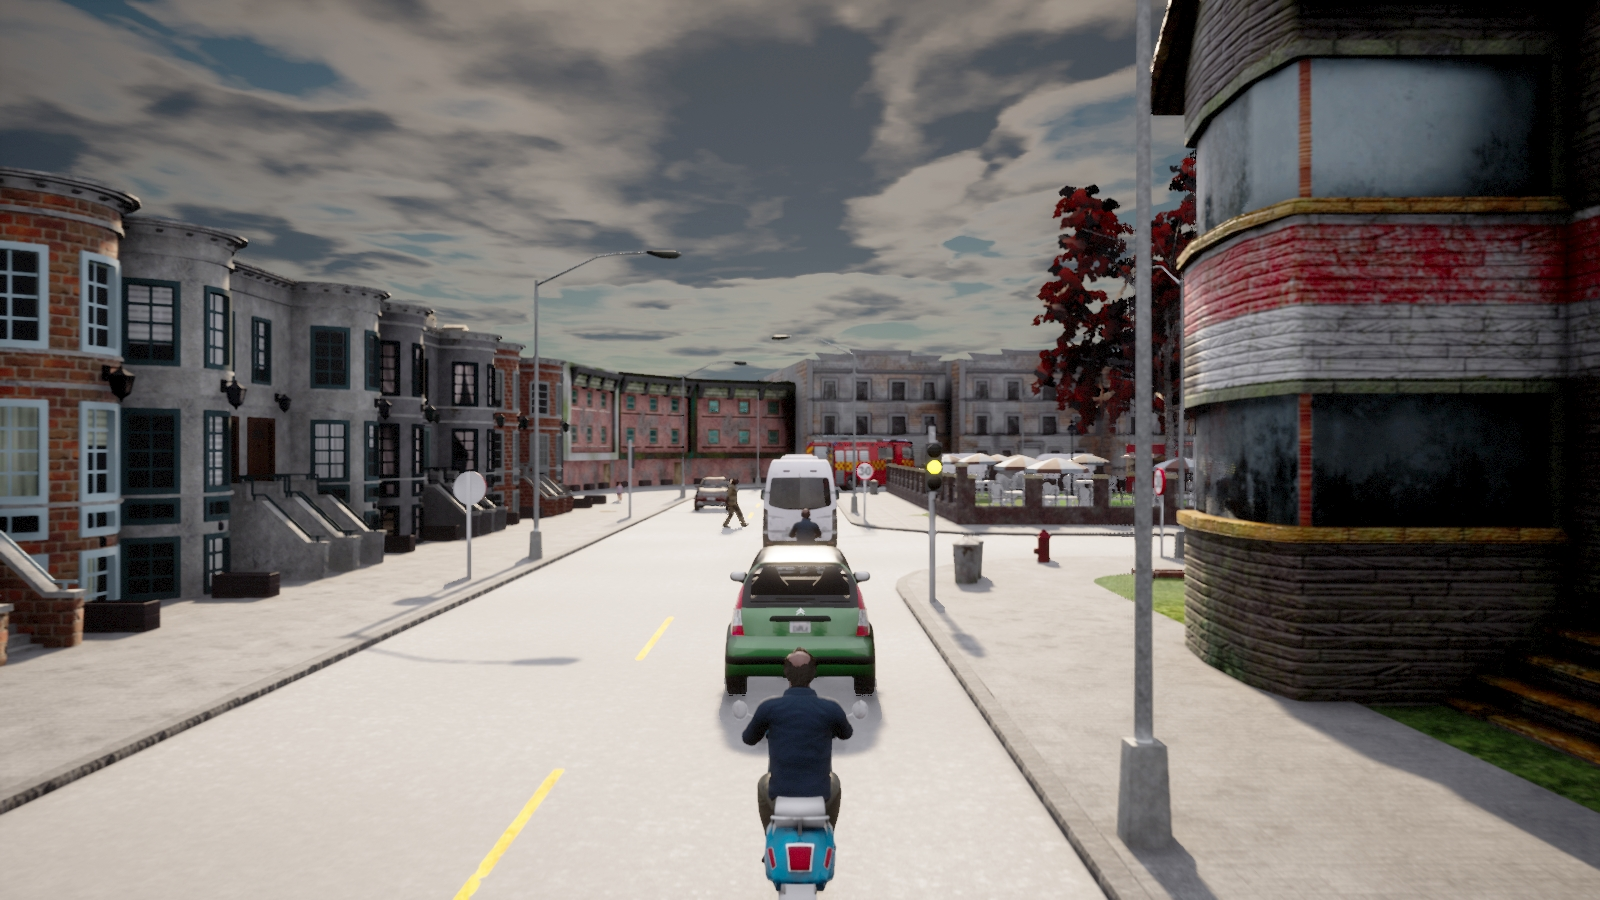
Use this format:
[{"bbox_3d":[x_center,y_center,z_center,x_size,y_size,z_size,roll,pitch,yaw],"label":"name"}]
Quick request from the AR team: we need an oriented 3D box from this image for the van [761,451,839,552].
[{"bbox_3d":[-0.007,1.314,31.978,1.988,2.561,5.915,0,0,0],"label":"van"}]

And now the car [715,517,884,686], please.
[{"bbox_3d":[-0.002,1.779,14.506,1.851,1.617,3.988,0,0,0],"label":"car"}]

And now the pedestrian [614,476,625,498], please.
[{"bbox_3d":[-9.232,1.903,58.362,0.500,1.100,0.500,0,0,-18],"label":"pedestrian"}]

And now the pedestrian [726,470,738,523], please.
[{"bbox_3d":[-2.410,1.627,40.312,0.375,1.860,0.375,0,0,3],"label":"pedestrian"}]

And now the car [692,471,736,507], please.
[{"bbox_3d":[-4.015,1.804,53.605,1.789,1.549,3.705,0,0,0],"label":"car"}]
